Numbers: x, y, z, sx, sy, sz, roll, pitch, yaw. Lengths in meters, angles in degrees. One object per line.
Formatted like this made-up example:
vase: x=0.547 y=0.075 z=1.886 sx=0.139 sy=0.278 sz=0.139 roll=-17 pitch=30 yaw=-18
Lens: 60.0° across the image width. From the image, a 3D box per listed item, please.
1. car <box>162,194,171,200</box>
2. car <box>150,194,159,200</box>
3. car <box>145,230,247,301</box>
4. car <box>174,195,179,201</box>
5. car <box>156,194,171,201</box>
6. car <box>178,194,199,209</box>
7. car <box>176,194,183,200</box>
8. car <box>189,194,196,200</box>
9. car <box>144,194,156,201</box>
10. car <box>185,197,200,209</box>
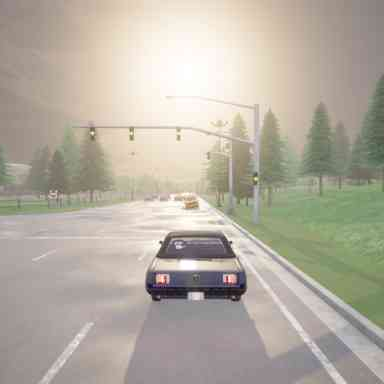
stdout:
car: x=-6.824 y=1.372 z=90.977 sx=2.033 sy=1.411 sz=5.357 roll=0 pitch=0 yaw=0
car: x=-10.324 y=1.332 z=90.984 sx=1.837 sy=1.490 sz=4.892 roll=0 pitch=0 yaw=0
car: x=0.095 y=1.601 z=8.256 sx=1.895 sy=1.301 sz=4.718 roll=0 pitch=0 yaw=0
car: x=-3.343 y=1.545 z=80.967 sx=1.994 sy=1.385 sz=4.181 roll=0 pitch=0 yaw=0
car: x=-6.844 y=1.531 z=80.557 sx=2.033 sy=1.411 sz=5.357 roll=0 pitch=0 yaw=0
car: x=-0.312 y=1.058 z=46.536 sx=1.882 sy=1.535 sz=5.008 roll=-11 pitch=16 yaw=-6
car: x=-3.324 y=1.357 z=90.971 sx=1.812 sy=1.442 sz=4.674 roll=0 pitch=0 yaw=0
car: x=0.176 y=1.372 z=90.964 sx=2.033 sy=1.411 sz=5.357 roll=0 pitch=0 yaw=0
car: x=-10.344 y=1.531 z=80.564 sx=2.033 sy=1.411 sz=5.357 roll=0 pitch=0 yaw=0
car: x=0.093 y=1.591 z=49.921 sx=2.033 sy=1.411 sz=5.357 roll=0 pitch=2 yaw=0
